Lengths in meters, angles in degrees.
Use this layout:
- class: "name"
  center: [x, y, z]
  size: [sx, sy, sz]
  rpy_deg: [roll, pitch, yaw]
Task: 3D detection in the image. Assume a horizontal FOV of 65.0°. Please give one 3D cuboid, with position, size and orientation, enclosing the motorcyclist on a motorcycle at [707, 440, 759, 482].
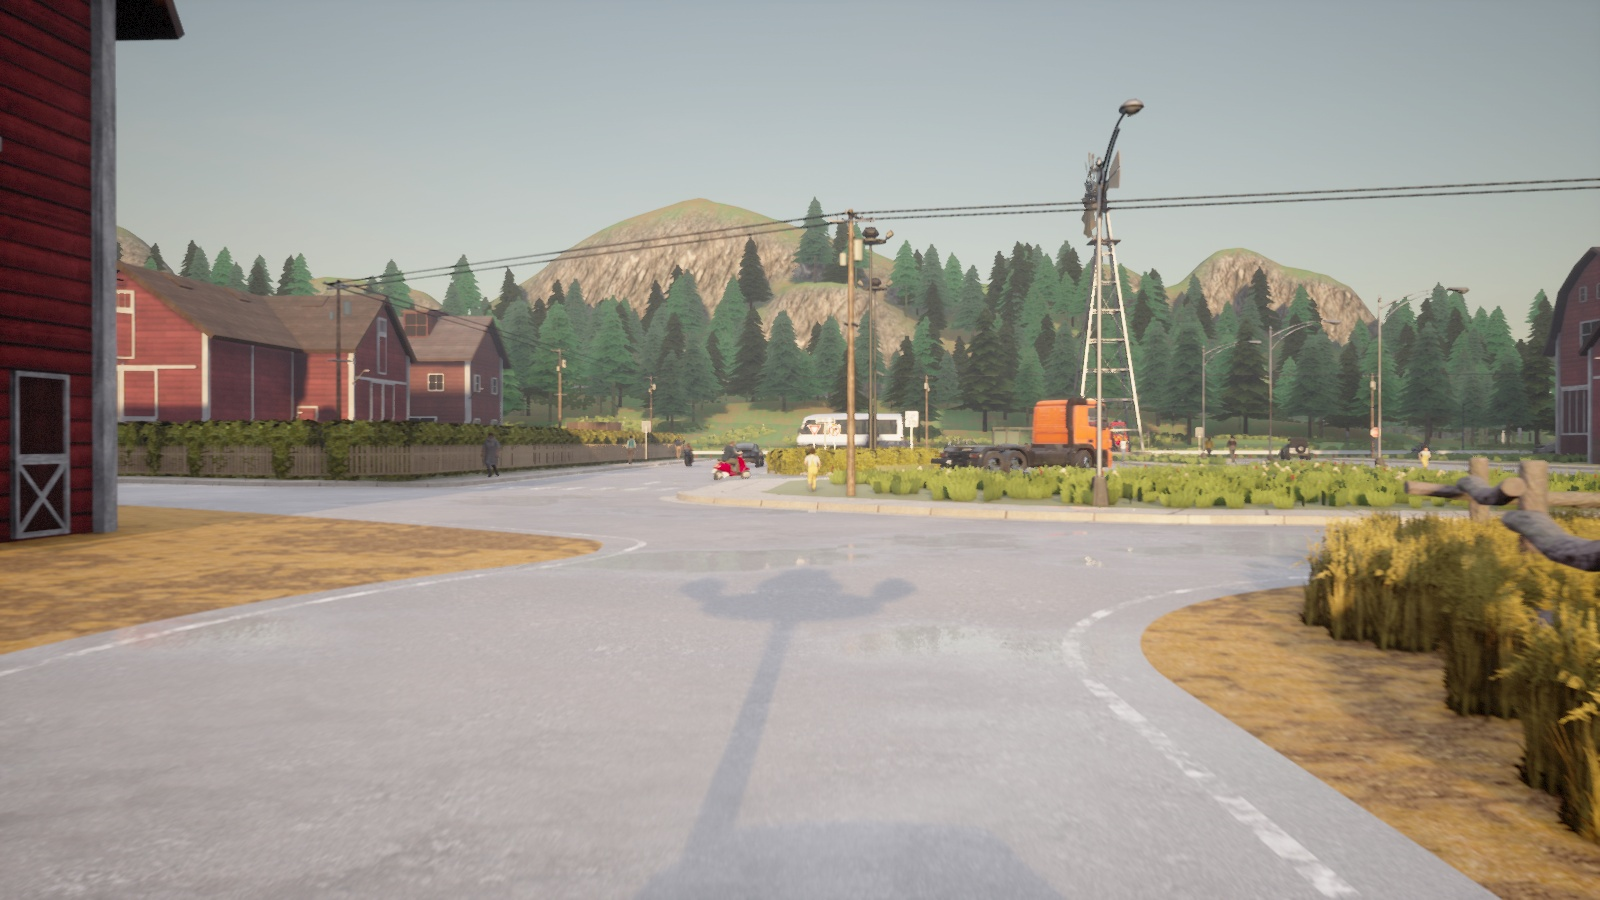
- class: "motorcyclist on a motorcycle"
  center: [-2.672, 0.416, 49.894]
  size: [1.817, 1.590, 0.866]
  rpy_deg: [0, 4, -36]

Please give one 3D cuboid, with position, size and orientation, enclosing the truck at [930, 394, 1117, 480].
- class: "truck"
  center: [9.622, -0.531, 53.822]
  size: [7.936, 3.462, 2.891]
  rpy_deg: [0, 1, -31]

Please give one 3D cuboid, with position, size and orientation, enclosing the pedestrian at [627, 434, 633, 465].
- class: "pedestrian"
  center: [-10.542, -0.047, 77.983]
  size: [0.396, 1.930, 0.692]
  rpy_deg: [0, 0, -8]

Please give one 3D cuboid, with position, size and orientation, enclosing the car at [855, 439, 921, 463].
- class: "car"
  center: [6.652, 0.075, 94.826]
  size: [4.553, 1.767, 2.097]
  rpy_deg: [0, 0, 21]

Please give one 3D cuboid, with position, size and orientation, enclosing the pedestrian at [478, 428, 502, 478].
- class: "pedestrian"
  center: [-12.161, 0.114, 49.324]
  size: [0.659, 1.952, 0.873]
  rpy_deg: [0, 0, 7]

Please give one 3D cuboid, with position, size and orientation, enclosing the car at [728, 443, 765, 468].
- class: "car"
  center: [-3.260, 0.312, 77.323]
  size: [1.837, 1.490, 4.892]
  rpy_deg: [0, 0, 3]

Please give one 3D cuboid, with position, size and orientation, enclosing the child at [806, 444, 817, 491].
- class: "child"
  center: [0.320, 0.458, 33.831]
  size: [0.270, 1.263, 0.437]
  rpy_deg: [0, 0, -3]
